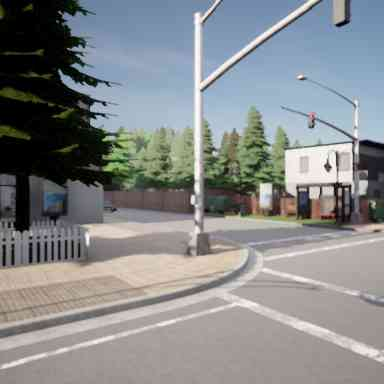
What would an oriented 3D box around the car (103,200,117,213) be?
[{"bbox_3d":[-9.780,1.556,36.333,1.994,1.385,4.181,0,0,-34],"label":"car"}]
